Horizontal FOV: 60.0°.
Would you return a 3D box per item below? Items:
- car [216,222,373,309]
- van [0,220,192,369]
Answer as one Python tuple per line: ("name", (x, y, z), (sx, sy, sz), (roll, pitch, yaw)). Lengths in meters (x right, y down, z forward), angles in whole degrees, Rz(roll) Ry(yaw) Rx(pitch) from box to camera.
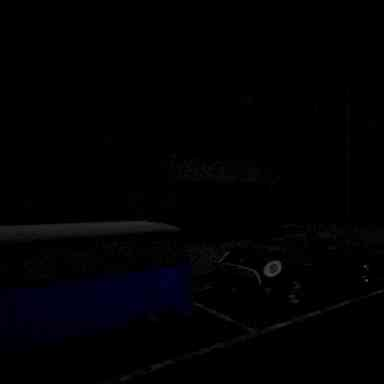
("car", (2.505, 1.505, 7.975), (4.097, 1.590, 1.967), (1, 0, -35))
("van", (-1.901, 1.352, 4.832), (3.998, 1.788, 1.690), (1, 0, -35))
